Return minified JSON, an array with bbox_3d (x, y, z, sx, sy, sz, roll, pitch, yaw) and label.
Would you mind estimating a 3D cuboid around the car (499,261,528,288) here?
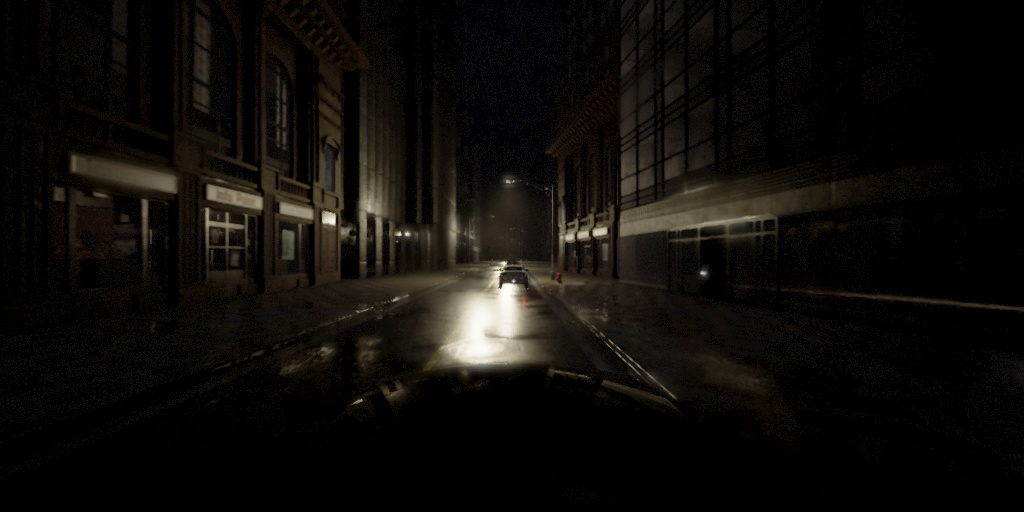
[{"bbox_3d":[0.102,1.281,23.999,1.812,1.442,4.674,0,0,0],"label":"car"}]
